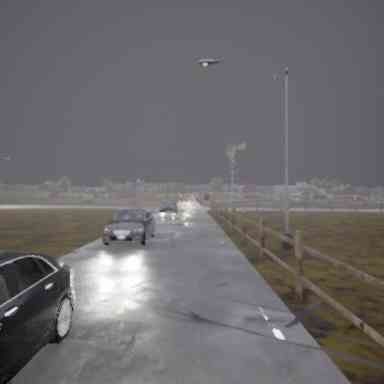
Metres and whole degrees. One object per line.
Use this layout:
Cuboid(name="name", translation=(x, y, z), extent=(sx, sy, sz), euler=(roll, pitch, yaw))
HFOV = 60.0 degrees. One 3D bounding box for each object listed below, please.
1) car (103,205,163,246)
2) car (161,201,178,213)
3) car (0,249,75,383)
Cuboid(name="car", translation=(-2.814, 1.555, 15.751), extent=(2.128, 1.511, 4.902), euler=(0, 0, 0))
Cuboid(name="car", translation=(-2.770, 1.807, 40.724), extent=(1.994, 1.385, 4.181), euler=(0, -1, 1))
Cuboid(name="car", translation=(-2.846, 1.520, 3.696), extent=(1.837, 1.490, 4.892), euler=(0, -1, 0))
